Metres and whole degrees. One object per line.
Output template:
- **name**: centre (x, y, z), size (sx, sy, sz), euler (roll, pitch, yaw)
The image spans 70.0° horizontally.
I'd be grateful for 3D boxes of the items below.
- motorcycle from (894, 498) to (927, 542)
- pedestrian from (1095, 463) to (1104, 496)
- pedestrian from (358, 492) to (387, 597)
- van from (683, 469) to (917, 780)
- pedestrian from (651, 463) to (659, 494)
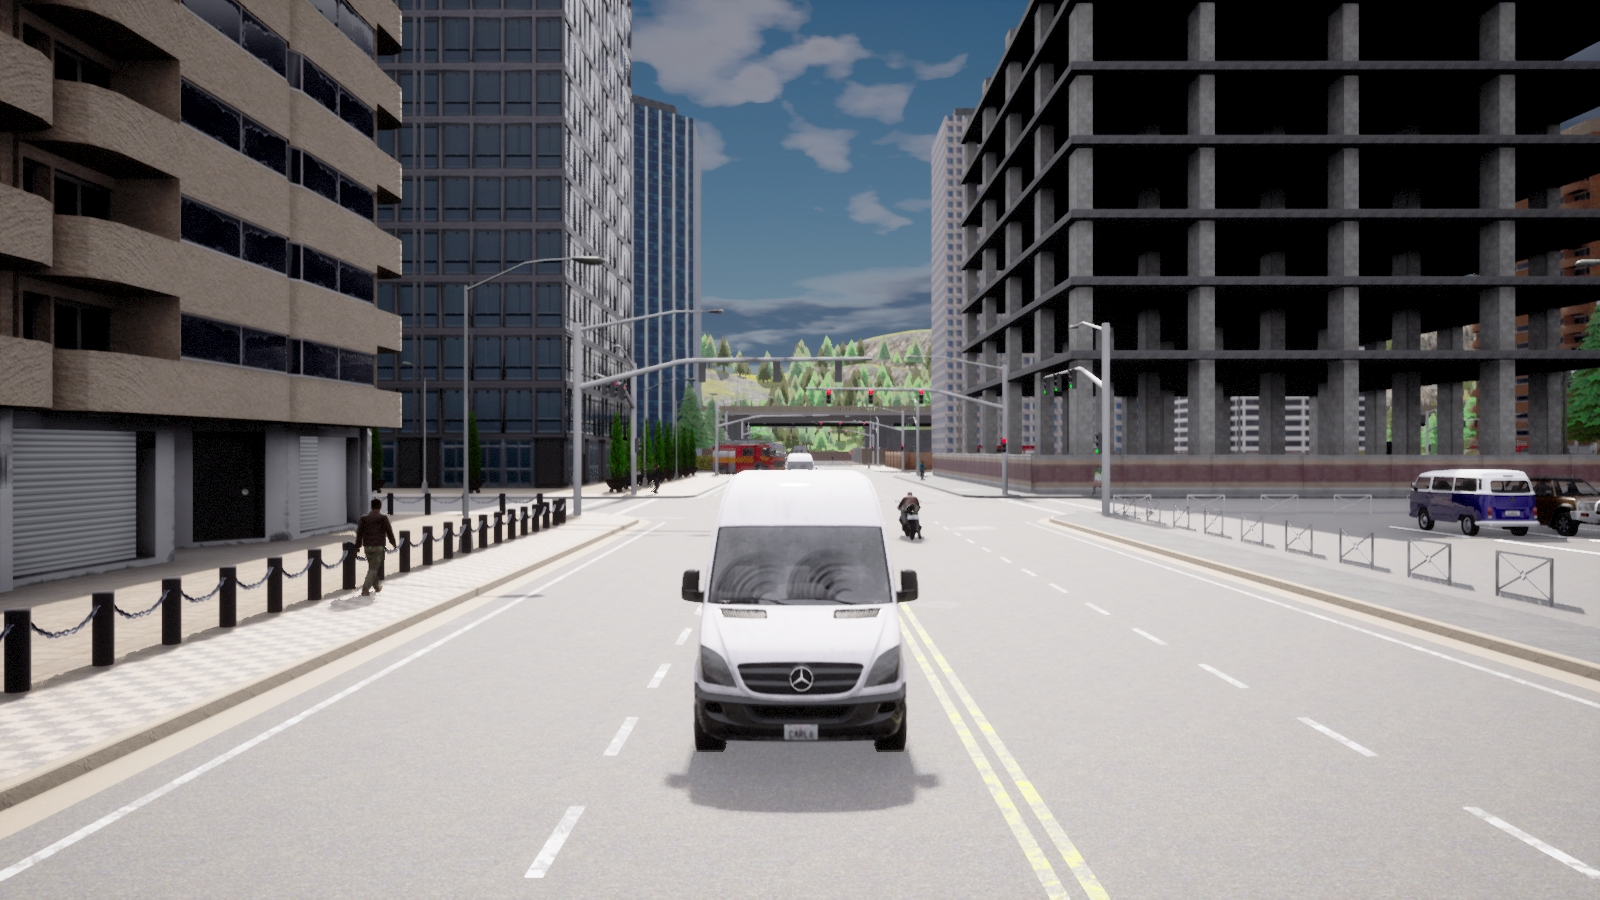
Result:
- **motorcycle**: centre (3.505, 2.209, 36.422), size (0.867, 1.251, 2.209), euler (0, 0, 0)
- **pedestrian**: centre (17.007, 1.649, 64.893), size (0.375, 1.860, 0.375), euler (0, 0, -2)
- **pedestrian**: centre (-7.699, 1.699, 20.601), size (0.375, 1.860, 0.375), euler (0, 0, 1)
- **van**: centre (-0.003, 1.536, 12.684), size (1.988, 2.561, 5.915), euler (0, 0, 0)
- **pedestrian**: centre (-8.599, 1.699, 67.822), size (0.375, 1.860, 0.375), euler (0, 0, 2)
